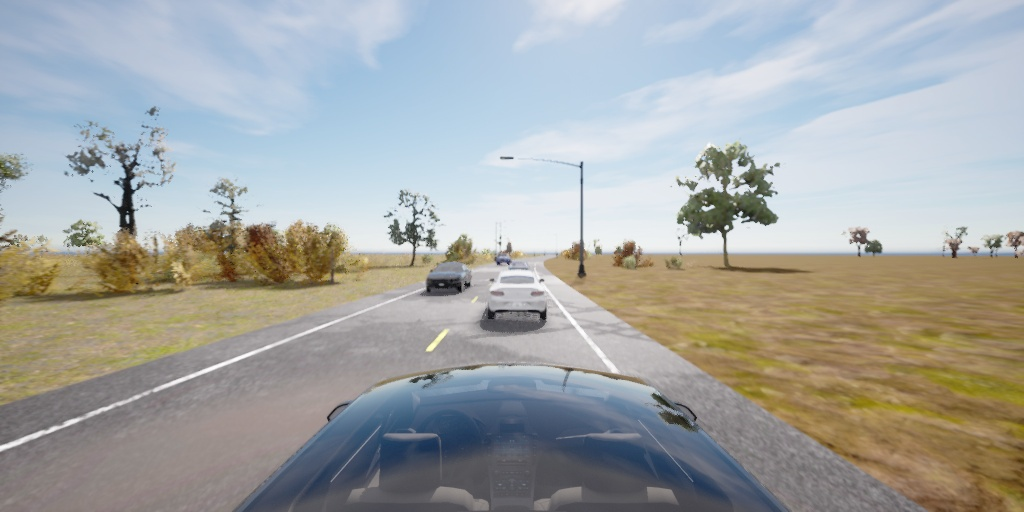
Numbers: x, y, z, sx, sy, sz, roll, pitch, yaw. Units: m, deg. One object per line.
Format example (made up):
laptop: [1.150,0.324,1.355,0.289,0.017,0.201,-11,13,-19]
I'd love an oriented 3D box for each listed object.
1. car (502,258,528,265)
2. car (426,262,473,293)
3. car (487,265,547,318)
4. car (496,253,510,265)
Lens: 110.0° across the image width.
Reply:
car: [0.575,1.108,29.088,2.033,1.411,5.357,0,0,2]
car: [-3.373,1.099,19.914,1.882,1.535,5.008,0,0,1]
car: [0.176,1.201,12.419,1.812,1.442,4.674,0,0,1]
car: [-1.434,0.555,60.848,2.150,2.045,5.566,0,0,5]
